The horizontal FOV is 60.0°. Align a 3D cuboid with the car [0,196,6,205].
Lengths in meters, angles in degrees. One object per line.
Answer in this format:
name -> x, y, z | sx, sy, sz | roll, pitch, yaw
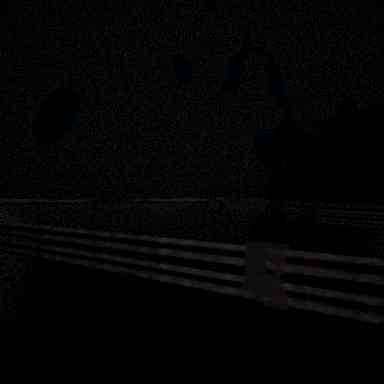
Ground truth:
car -> -45.979, 1.965, 77.073 | 5.566, 2.045, 2.150 | 0, 0, 2
